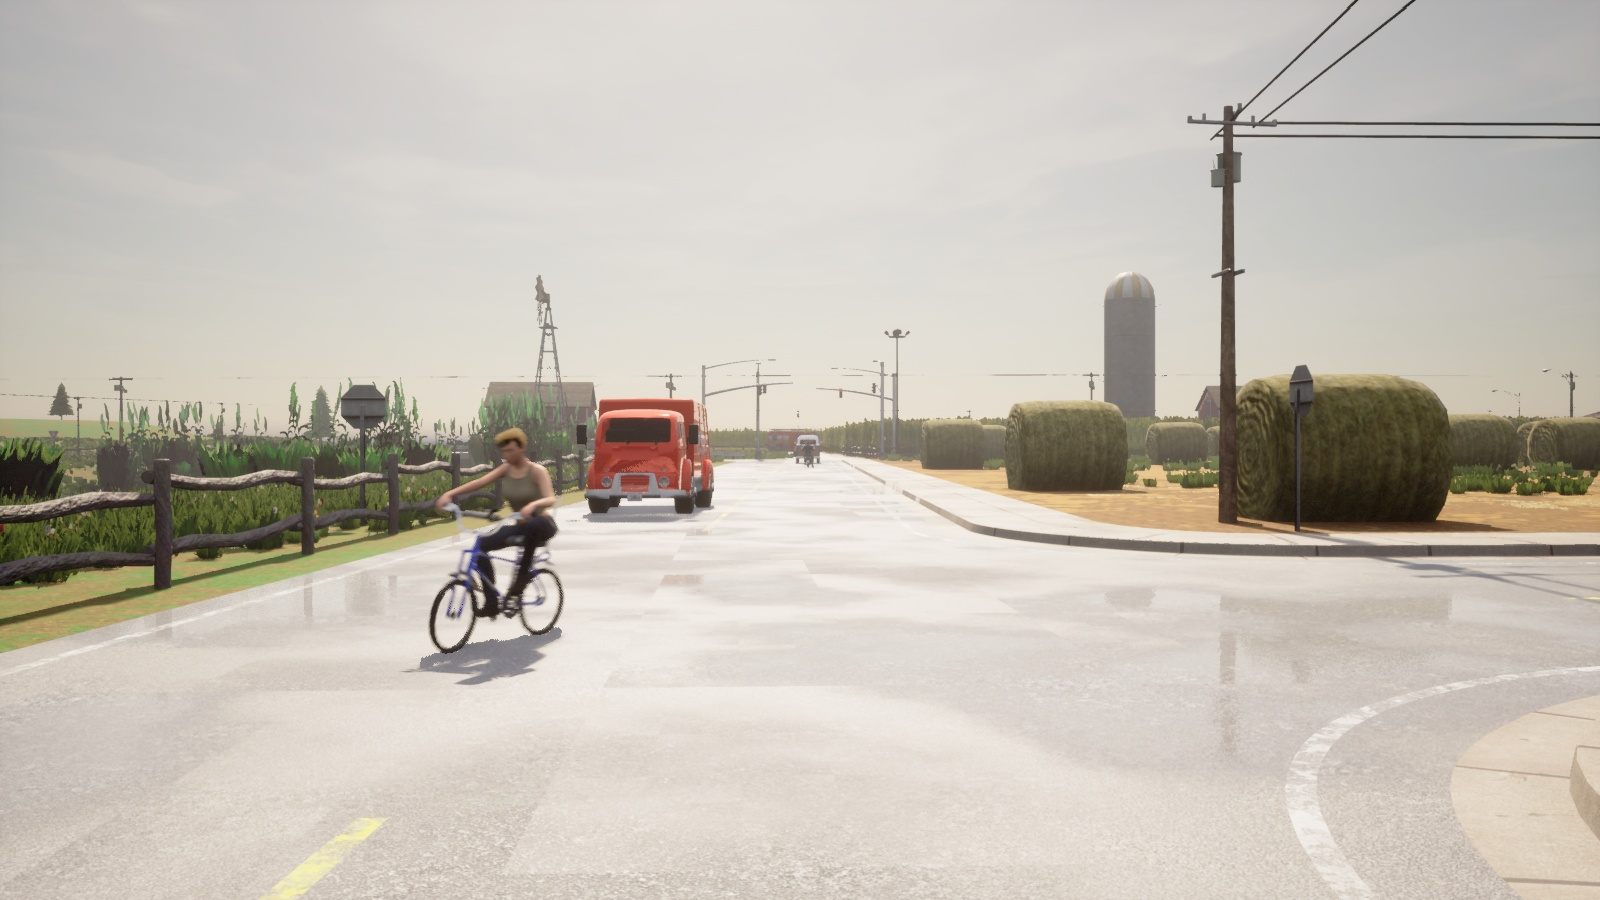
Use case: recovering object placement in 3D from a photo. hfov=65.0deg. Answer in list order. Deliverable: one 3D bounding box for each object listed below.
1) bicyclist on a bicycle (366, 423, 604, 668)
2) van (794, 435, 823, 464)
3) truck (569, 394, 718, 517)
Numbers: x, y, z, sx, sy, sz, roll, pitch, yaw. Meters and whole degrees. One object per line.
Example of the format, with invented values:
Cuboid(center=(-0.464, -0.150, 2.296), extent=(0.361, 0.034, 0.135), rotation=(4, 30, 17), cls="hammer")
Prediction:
Cuboid(center=(-2.286, 0.633, 9.288), extent=(0.866, 1.612, 1.509), rotation=(3, 2, 27), cls="bicyclist on a bicycle")
Cuboid(center=(0.589, -0.048, 91.887), extent=(2.069, 2.038, 4.480), rotation=(0, 0, 0), cls="van")
Cuboid(center=(-3.311, 0.100, 27.866), extent=(2.627, 2.467, 5.204), rotation=(0, 0, 0), cls="truck")
